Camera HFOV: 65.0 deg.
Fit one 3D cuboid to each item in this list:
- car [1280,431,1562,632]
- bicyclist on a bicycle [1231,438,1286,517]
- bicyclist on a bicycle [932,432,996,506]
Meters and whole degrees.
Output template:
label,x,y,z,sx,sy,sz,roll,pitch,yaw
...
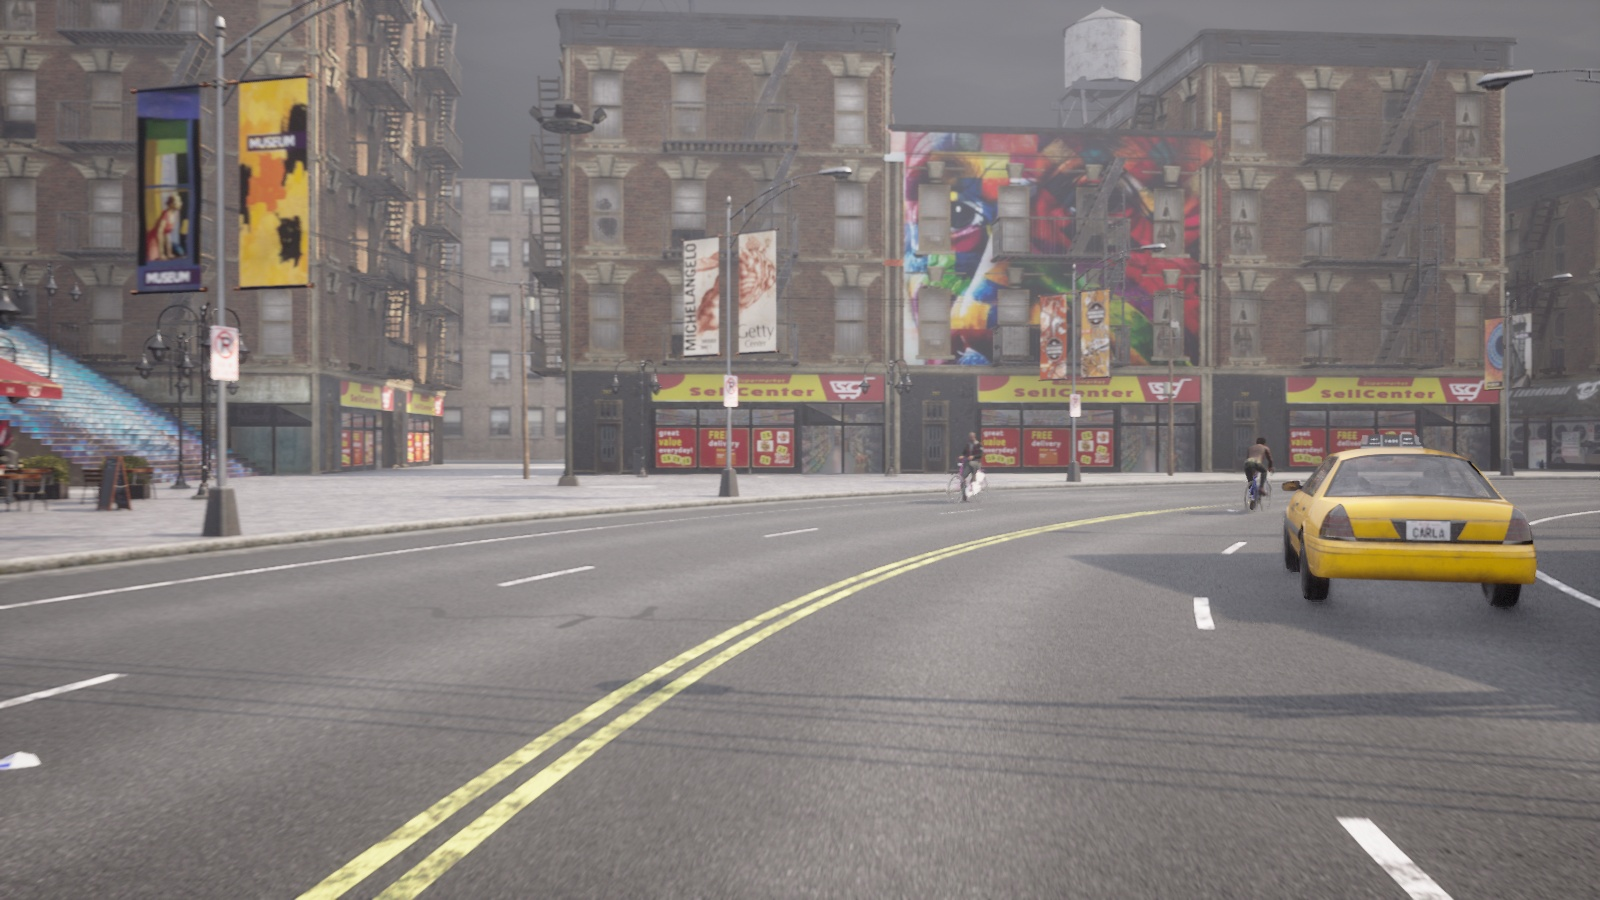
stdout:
label,x,y,z,sx,sy,sz,roll,pitch,yaw
car,5.956,0.623,12.685,1.801,1.575,5.366,0,0,18
bicyclist on a bicycle,9.778,0.564,26.758,0.582,1.620,1.656,1,0,38
bicyclist on a bicycle,4.037,0.449,30.797,0.659,1.776,1.843,1,0,39
